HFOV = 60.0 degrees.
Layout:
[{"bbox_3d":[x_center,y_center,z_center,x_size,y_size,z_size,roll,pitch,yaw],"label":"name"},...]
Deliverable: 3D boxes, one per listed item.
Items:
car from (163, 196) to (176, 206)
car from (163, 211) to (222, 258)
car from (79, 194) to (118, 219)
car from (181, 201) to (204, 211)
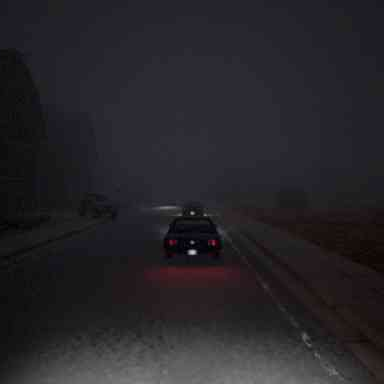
[{"bbox_3d":[-3.566,1.483,53.502,2.128,1.511,4.902,0,0,0],"label":"car"},{"bbox_3d":[0.036,1.601,12.653,1.895,1.301,4.718,0,0,1],"label":"car"},{"bbox_3d":[-7.662,1.145,27.102,1.905,1.878,3.866,8,-3,-42],"label":"car"},{"bbox_3d":[0.060,1.513,28.991,1.812,1.442,4.674,0,0,0],"label":"car"}]
